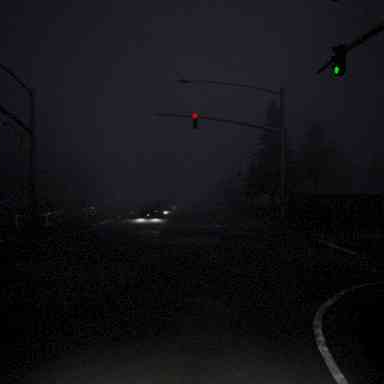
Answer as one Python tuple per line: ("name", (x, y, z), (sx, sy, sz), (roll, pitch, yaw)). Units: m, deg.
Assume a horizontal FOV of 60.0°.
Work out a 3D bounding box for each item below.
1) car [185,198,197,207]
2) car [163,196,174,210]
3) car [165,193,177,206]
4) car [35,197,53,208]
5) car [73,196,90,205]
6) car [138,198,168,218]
("car", (-0.139, 1.601, 51.236), (1.895, 1.301, 4.718), (0, 0, 0))
("car", (-3.705, 1.547, 40.849), (2.033, 1.411, 5.357), (0, 0, 0))
("car", (-3.653, 1.275, 56.309), (2.150, 2.045, 5.566), (0, 0, 0))
("car", (-20.633, 1.384, 45.611), (1.970, 1.475, 3.806), (0, 0, 0))
("car", (-17.600, 1.374, 53.010), (1.845, 1.501, 3.633), (0, 0, 0))
("car", (-3.684, 1.547, 30.582), (2.033, 1.411, 5.357), (0, 0, 0))
